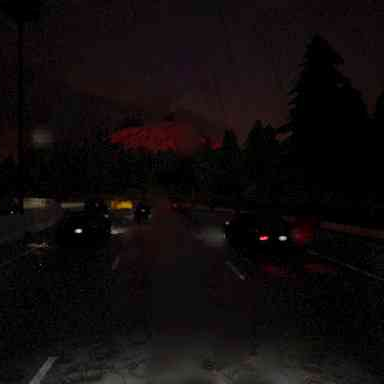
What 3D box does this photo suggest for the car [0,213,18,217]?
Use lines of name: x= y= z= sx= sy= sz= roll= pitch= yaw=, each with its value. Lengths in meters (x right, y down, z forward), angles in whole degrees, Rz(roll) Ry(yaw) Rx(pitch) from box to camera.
car: x=-14.996 y=1.540 z=27.043 sx=1.812 sy=1.442 sz=4.674 roll=0 pitch=0 yaw=-18

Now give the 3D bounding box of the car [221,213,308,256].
car: x=2.562 y=1.532 z=13.123 sx=2.033 sy=1.411 sz=5.357 roll=0 pitch=0 yaw=-8

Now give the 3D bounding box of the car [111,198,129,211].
car: x=-8.734 y=1.467 z=40.782 sx=1.882 sy=1.535 sz=5.008 roll=0 pitch=0 yaw=-22

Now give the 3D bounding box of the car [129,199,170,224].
car: x=-3.315 y=1.481 z=24.784 sx=2.128 sy=1.511 sz=4.902 roll=0 pitch=0 yaw=-14

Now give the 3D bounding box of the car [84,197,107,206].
car: x=-10.166 y=1.349 z=34.997 sx=2.097 sy=1.767 sz=4.553 roll=0 pitch=0 yaw=-20

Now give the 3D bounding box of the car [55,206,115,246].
car: x=-4.927 y=1.564 z=15.527 sx=1.994 sy=1.385 sz=4.181 roll=0 pitch=0 yaw=-9

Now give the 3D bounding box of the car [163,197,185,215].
car: x=-2.275 y=1.332 z=33.658 sx=2.097 sy=1.767 sz=4.553 roll=0 pitch=0 yaw=-18
